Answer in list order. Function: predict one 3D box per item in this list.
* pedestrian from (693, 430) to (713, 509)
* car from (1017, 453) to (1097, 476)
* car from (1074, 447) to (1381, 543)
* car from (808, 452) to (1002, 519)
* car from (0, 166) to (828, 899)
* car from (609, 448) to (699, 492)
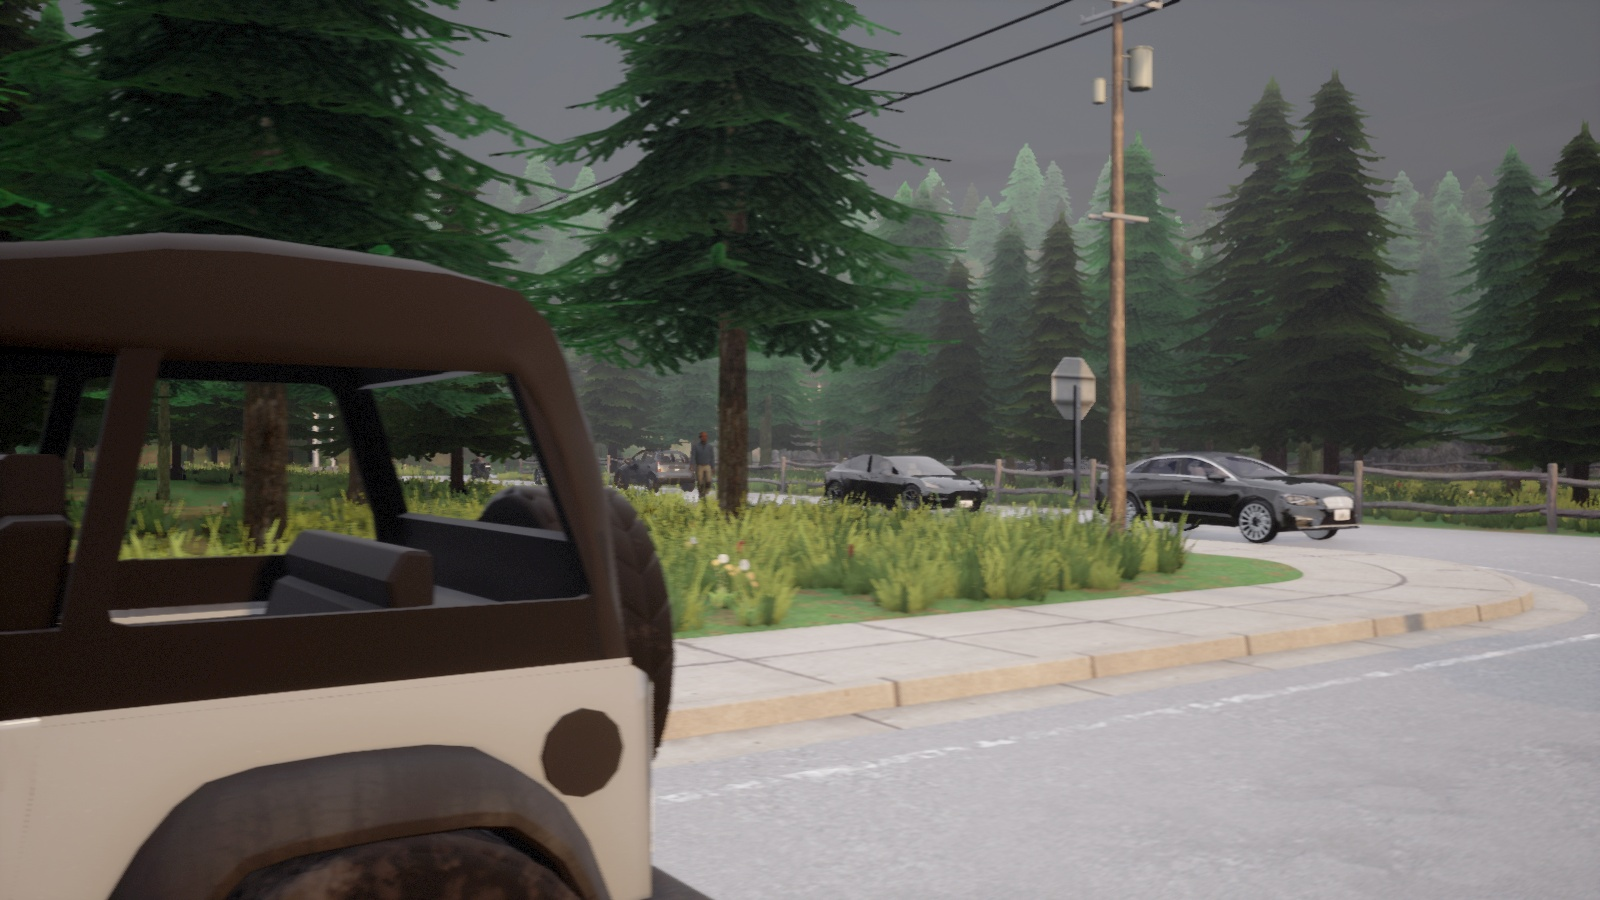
[{"bbox_3d":[-2.281,0.453,29.487,0.370,1.835,0.726,0,0,-11],"label":"pedestrian"},{"bbox_3d":[16.825,0.940,82.238,4.892,1.490,1.837,0,0,19],"label":"car"},{"bbox_3d":[7.400,0.713,22.267,2.128,1.511,4.902,0,0,-32],"label":"car"},{"bbox_3d":[2.408,0.786,30.175,2.163,1.488,4.792,0,0,-33],"label":"car"},{"bbox_3d":[-2.075,0.550,2.216,3.866,1.878,1.905,0,0,-35],"label":"car"},{"bbox_3d":[-5.692,0.757,48.658,1.851,1.617,3.988,0,0,-34],"label":"car"}]
